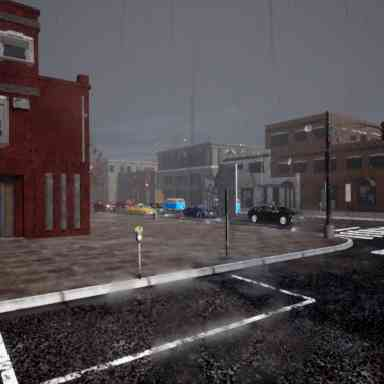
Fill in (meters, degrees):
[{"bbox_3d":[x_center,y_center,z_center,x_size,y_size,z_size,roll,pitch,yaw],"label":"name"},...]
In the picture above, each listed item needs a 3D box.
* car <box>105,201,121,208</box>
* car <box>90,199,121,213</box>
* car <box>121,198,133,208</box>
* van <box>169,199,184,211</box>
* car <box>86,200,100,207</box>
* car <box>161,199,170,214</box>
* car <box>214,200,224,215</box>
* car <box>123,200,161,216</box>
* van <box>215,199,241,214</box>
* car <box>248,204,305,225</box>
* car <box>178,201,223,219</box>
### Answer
[{"bbox_3d":[-15.973,2.433,67.092,1.802,1.307,4.206,-2,0,-36],"label":"car"},{"bbox_3d":[-12.744,2.001,48.490,2.192,1.841,5.009,-2,0,-36],"label":"car"},{"bbox_3d":[-12.646,2.085,62.519,2.192,1.841,5.009,-2,0,-36],"label":"car"},{"bbox_3d":[-2.640,1.868,48.801,1.690,1.788,3.998,-2,0,-36],"label":"van"},{"bbox_3d":[-22.643,2.595,76.237,1.802,1.307,4.206,-2,0,-36],"label":"car"},{"bbox_3d":[-5.156,2.034,42.468,1.837,1.490,4.892,-1,0,-36],"label":"car"},{"bbox_3d":[2.004,1.953,38.070,1.994,1.385,4.181,-1,0,-36],"label":"car"},{"bbox_3d":[-5.968,2.048,39.208,1.752,1.417,4.829,-2,0,-36],"label":"car"},{"bbox_3d":[4.029,1.707,39.657,1.690,1.788,3.998,-2,0,-36],"label":"van"},{"bbox_3d":[6.594,1.750,26.338,1.837,1.490,4.892,-1,0,-36],"label":"car"},{"bbox_3d":[0.773,1.950,34.340,1.994,1.385,4.181,-1,0,-35],"label":"car"}]
